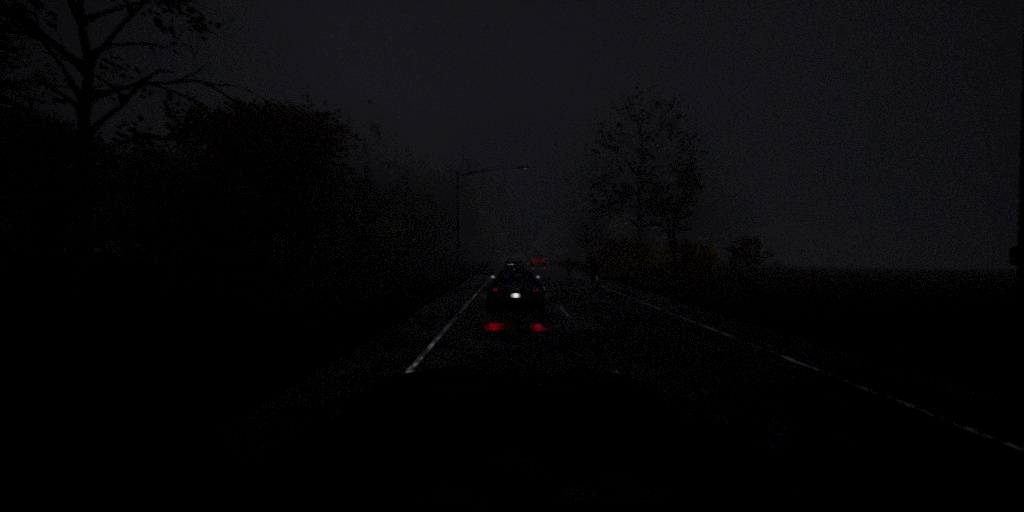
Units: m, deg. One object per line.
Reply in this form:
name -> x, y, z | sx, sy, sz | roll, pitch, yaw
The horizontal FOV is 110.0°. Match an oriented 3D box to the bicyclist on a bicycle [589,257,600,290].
bicyclist on a bicycle -> 4.514, 0.930, 19.762 | 0.659, 1.776, 1.843 | 0, 1, 0

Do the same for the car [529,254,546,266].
car -> 3.745, 0.543, 52.736 | 2.097, 1.767, 4.553 | 0, 1, 0

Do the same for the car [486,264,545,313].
car -> 0.126, 1.185, 13.257 | 1.994, 1.385, 4.181 | 0, 1, 0

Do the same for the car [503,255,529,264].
car -> 0.183, 0.898, 32.615 | 2.128, 1.511, 4.902 | 0, 1, 0

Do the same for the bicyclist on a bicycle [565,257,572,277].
bicyclist on a bicycle -> 4.541, 0.915, 28.569 | 0.582, 1.620, 1.656 | 0, 0, 0
